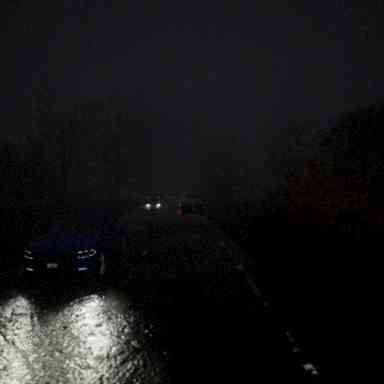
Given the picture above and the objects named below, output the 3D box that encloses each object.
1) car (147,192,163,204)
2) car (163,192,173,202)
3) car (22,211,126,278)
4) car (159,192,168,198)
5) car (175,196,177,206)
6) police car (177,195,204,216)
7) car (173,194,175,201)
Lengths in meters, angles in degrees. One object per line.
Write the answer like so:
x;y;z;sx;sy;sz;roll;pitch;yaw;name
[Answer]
-6.038;0.945;52.429;2.097;1.767;4.553;0;0;-6;car
-4.171;0.987;63.251;1.882;1.535;5.008;0;0;-8;car
-3.260;1.397;10.110;1.882;1.535;5.008;0;0;-1;car
-7.273;0.764;83.487;1.812;1.442;4.674;0;0;-10;car
-0.756;1.216;39.215;1.812;1.442;4.674;0;0;-5;car
-0.042;1.192;29.302;1.930;1.638;5.238;0;0;-4;police car
-1.286;1.150;45.221;1.837;1.490;4.892;0;0;-5;car
